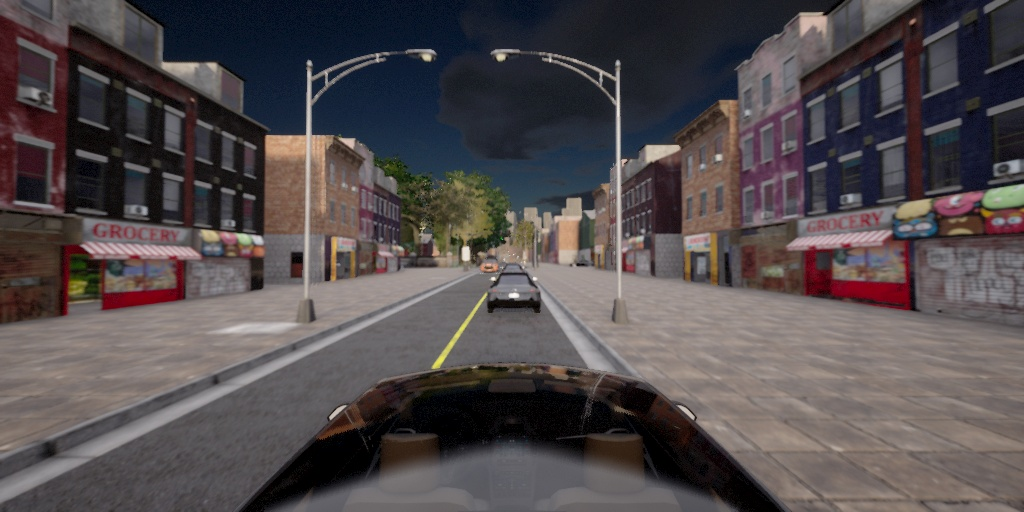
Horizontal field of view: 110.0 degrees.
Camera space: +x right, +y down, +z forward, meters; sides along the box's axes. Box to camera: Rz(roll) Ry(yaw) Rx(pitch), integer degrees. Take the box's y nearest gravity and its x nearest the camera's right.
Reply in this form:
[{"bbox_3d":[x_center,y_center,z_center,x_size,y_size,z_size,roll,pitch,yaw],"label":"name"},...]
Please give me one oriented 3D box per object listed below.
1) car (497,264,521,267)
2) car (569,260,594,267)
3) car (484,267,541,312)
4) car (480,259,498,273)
[{"bbox_3d":[0.083,1.329,29.257,1.994,1.385,4.181,0,0,0],"label":"car"},{"bbox_3d":[12.408,1.348,64.141,4.313,1.339,1.948,0,0,0],"label":"car"},{"bbox_3d":[0.079,1.318,14.270,1.994,1.385,4.181,0,0,0],"label":"car"},{"bbox_3d":[-2.801,1.151,45.410,2.097,1.767,4.553,0,0,0],"label":"car"}]
